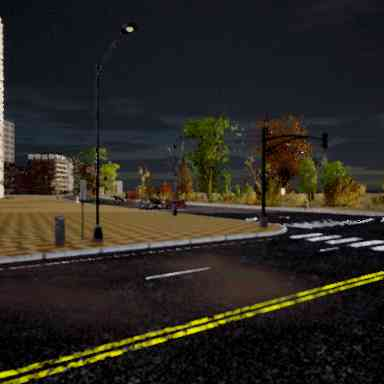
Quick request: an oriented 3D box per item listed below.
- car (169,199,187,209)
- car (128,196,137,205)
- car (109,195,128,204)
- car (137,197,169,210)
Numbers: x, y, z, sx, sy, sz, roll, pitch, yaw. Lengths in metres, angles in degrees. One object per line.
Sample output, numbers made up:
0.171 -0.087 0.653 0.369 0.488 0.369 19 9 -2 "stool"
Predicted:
-2.377 1.660 46.360 1.994 1.385 4.181 0 0 -31 "car"
-10.688 1.456 60.738 1.812 1.442 4.674 0 0 -30 "car"
-13.515 1.355 59.134 1.837 1.490 4.892 0 0 -30 "car"
-5.387 1.613 45.058 1.837 1.490 4.892 0 0 -31 "car"
